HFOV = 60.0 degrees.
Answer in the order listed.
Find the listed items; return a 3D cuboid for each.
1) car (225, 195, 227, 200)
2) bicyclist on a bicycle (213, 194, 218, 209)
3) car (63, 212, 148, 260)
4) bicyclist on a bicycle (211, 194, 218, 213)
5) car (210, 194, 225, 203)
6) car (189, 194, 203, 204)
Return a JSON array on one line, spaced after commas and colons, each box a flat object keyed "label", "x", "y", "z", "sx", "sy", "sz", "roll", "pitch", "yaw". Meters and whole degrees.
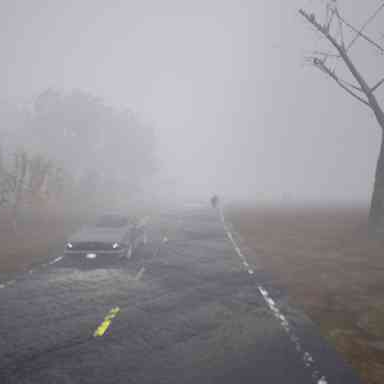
[{"label": "car", "x": 6.568, "y": 1.110, "z": 73.497, "sx": 1.994, "sy": 1.385, "sz": 4.181, "roll": 0, "pitch": 0, "yaw": 11}, {"label": "bicyclist on a bicycle", "x": 2.799, "y": 1.125, "z": 39.502, "sx": 0.659, "sy": 1.776, "sz": 1.843, "roll": 0, "pitch": 1, "yaw": 5}, {"label": "car", "x": -2.866, "y": 1.465, "z": 12.379, "sx": 2.033, "sy": 1.411, "sz": 5.357, "roll": 0, "pitch": 0, "yaw": 2}, {"label": "bicyclist on a bicycle", "x": 2.022, "y": 1.180, "z": 30.325, "sx": 0.659, "sy": 1.776, "sz": 1.843, "roll": 0, "pitch": 1, "yaw": 4}, {"label": "car", "x": 4.144, "y": 1.214, "z": 57.250, "sx": 1.994, "sy": 1.385, "sz": 4.181, "roll": 0, "pitch": 0, "yaw": 8}, {"label": "car", "x": 0.670, "y": 1.150, "z": 55.152, "sx": 2.128, "sy": 1.511, "sz": 4.902, "roll": 0, "pitch": 0, "yaw": 8}]
